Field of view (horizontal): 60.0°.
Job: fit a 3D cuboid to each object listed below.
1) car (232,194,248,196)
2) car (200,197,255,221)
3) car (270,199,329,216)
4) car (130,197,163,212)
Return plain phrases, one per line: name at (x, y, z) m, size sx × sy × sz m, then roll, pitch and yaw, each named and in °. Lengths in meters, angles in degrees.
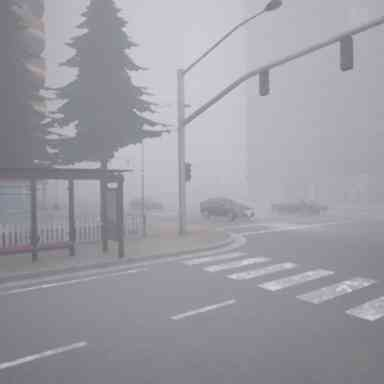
car at (2.759, 1.204, 30.545) m, size 1.882 × 1.535 × 5.008 m, roll -1°, pitch 1°, yaw -35°
car at (2.536, 1.276, 24.753) m, size 2.128 × 1.511 × 4.902 m, roll -1°, pitch 1°, yaw -34°
car at (9.010, 1.264, 28.328) m, size 1.895 × 1.301 × 4.718 m, roll -1°, pitch 1°, yaw -36°
car at (-4.853, 1.261, 35.242) m, size 1.882 × 1.535 × 5.008 m, roll -1°, pitch 1°, yaw -35°
